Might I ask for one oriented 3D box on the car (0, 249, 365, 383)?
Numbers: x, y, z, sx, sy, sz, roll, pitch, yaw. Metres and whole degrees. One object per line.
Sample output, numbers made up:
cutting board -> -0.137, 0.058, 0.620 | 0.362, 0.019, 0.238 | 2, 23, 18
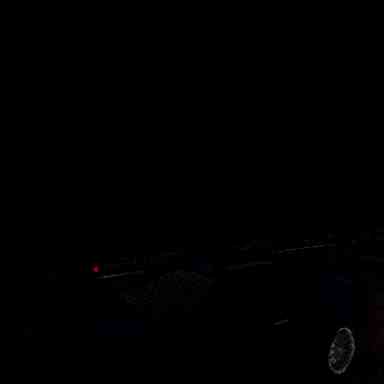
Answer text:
car -> 0.204, 1.500, 3.956 | 4.674, 1.442, 1.812 | -1, 0, -34

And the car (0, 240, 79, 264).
car -> -3.690, 1.549, 5.500 | 4.181, 1.385, 1.994 | -1, 0, -34
